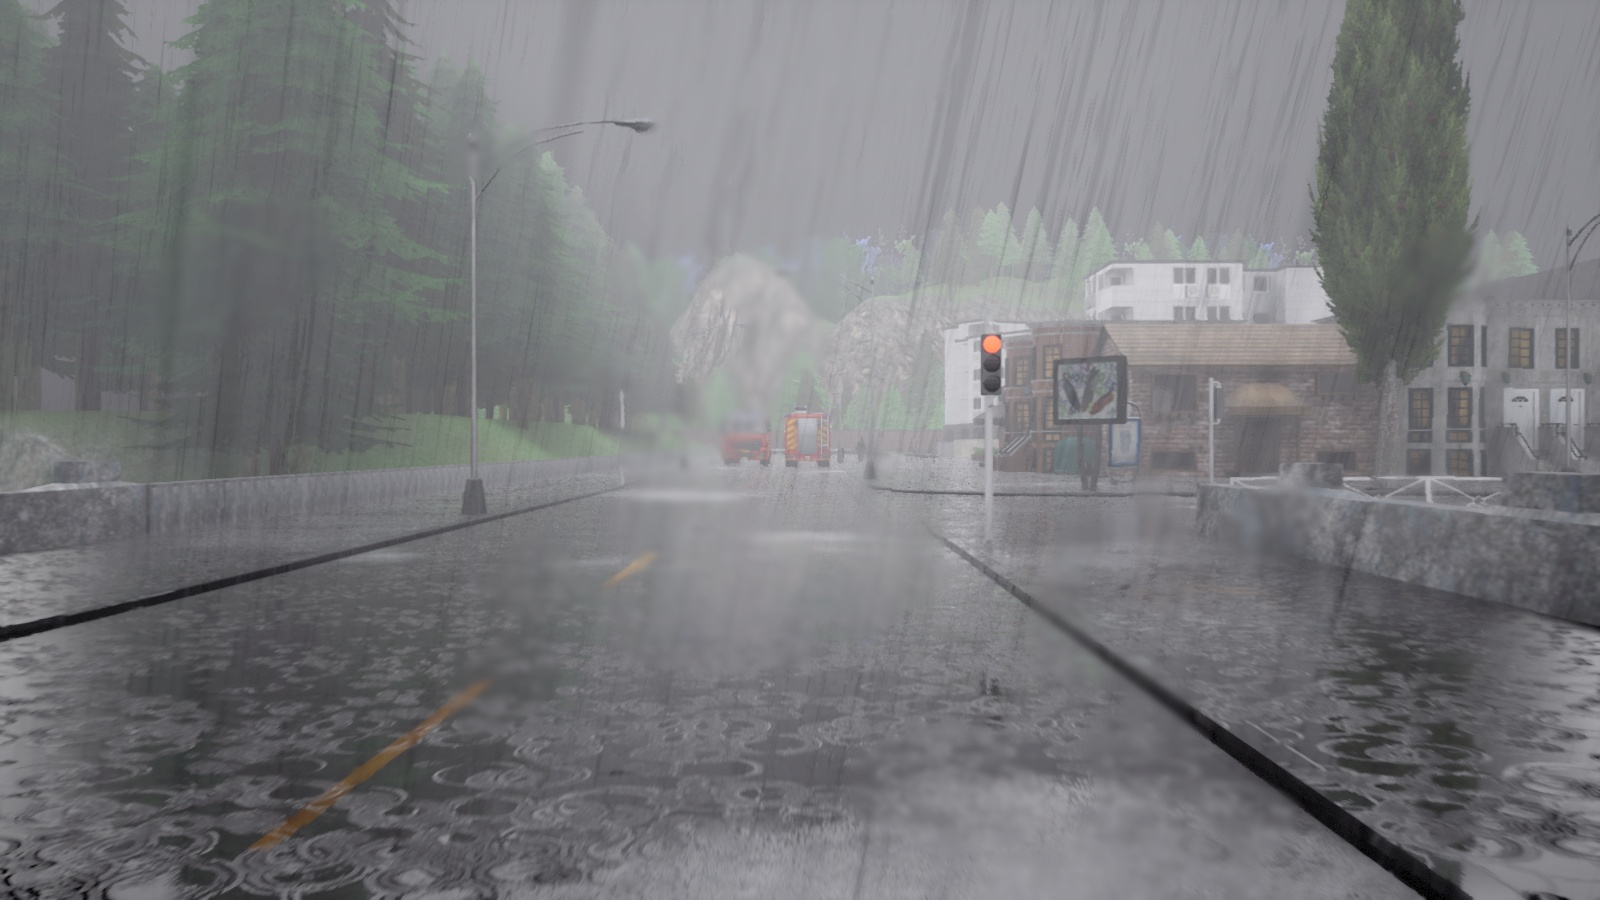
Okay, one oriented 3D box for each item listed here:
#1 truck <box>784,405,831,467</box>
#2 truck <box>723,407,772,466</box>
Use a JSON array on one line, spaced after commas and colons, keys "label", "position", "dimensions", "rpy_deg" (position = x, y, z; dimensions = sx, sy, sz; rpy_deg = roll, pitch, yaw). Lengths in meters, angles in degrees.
[{"label": "truck", "position": [0.497, -0.882, 82.428], "dimensions": [2.891, 3.827, 8.468], "rpy_deg": [0, 0, 0]}, {"label": "truck", "position": [-3.486, -0.901, 85.218], "dimensions": [2.891, 3.827, 8.468], "rpy_deg": [0, 0, 0]}]
